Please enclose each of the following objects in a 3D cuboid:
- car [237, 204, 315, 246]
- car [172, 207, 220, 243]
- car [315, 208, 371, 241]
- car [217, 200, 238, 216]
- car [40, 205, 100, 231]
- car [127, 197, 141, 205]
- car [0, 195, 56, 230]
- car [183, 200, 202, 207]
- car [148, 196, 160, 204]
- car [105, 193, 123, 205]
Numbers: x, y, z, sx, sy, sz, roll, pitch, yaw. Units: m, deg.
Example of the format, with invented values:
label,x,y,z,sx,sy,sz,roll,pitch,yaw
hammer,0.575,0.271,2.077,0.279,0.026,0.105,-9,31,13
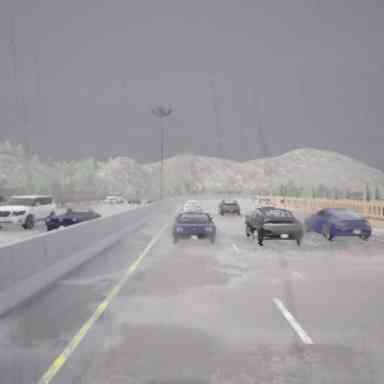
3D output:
label,x,y,z,sx,sy,sz,roll,pitch,yaw
car,3.597,1.495,15.333,2.128,1.511,4.902,0,0,0
car,0.097,1.604,16.093,1.895,1.301,4.718,0,0,0
car,7.097,1.529,16.592,1.812,1.442,4.674,0,0,0
car,3.592,1.498,32.801,2.128,1.511,4.902,0,0,0
car,-7.104,1.605,20.216,1.895,1.301,4.718,0,0,0
car,-10.544,1.560,61.269,2.033,1.411,5.357,0,0,0
car,-10.603,1.228,21.355,2.150,2.045,5.566,0,0,0
car,0.080,1.533,33.951,1.812,1.442,4.674,0,0,0
car,-7.038,1.517,61.506,1.837,1.490,4.892,0,0,0
car,-14.048,1.236,60.310,2.150,2.045,5.566,0,0,0
